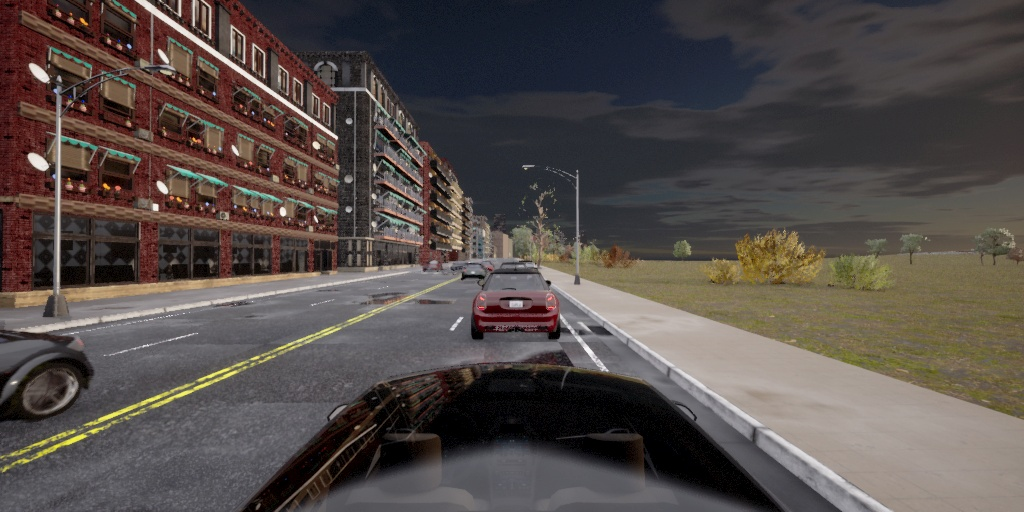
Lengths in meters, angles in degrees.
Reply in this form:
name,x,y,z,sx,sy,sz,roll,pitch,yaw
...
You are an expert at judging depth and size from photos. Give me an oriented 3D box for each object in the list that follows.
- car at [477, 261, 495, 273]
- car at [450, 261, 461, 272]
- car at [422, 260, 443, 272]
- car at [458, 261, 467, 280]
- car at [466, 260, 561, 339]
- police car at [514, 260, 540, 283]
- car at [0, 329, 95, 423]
name,x,y,z,sx,sy,sz,roll,pitch,yaw
car,-3.195,1.317,45.191,1.994,1.385,4.181,0,0,0
car,-6.645,1.317,46.099,1.994,1.385,4.181,0,0,0
car,-9.895,1.279,45.130,1.812,1.442,4.674,0,0,0
car,-3.181,1.317,31.195,1.994,1.385,4.181,0,0,0
car,0.083,1.104,10.185,2.097,1.767,4.553,0,0,0
police car,1.108,1.179,29.453,1.930,1.638,5.238,0,0,0
car,-6.602,1.314,3.017,1.994,1.385,4.181,0,0,0
